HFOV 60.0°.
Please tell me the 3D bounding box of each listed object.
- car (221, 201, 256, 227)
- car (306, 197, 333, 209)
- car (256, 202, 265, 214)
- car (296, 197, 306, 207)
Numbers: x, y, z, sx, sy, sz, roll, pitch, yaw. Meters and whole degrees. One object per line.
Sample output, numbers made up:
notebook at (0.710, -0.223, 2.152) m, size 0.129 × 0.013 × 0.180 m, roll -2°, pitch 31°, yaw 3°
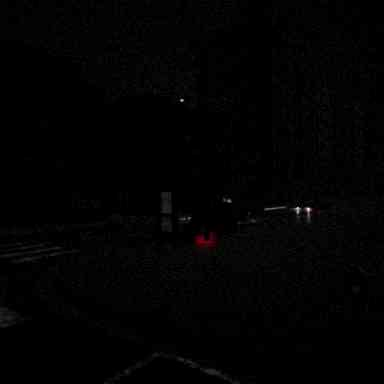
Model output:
car at (2.321, 1.454, 22.732) m, size 1.837 × 1.490 × 4.892 m, roll -1°, pitch 0°, yaw 35°
car at (17.100, 1.394, 43.741) m, size 2.128 × 1.511 × 4.902 m, roll -1°, pitch 0°, yaw 36°
car at (5.218, 1.554, 32.015) m, size 1.895 × 1.301 × 4.718 m, roll -1°, pitch 0°, yaw 35°
car at (16.647, 1.469, 47.953) m, size 1.812 × 1.442 × 4.674 m, roll -1°, pitch 0°, yaw 35°
